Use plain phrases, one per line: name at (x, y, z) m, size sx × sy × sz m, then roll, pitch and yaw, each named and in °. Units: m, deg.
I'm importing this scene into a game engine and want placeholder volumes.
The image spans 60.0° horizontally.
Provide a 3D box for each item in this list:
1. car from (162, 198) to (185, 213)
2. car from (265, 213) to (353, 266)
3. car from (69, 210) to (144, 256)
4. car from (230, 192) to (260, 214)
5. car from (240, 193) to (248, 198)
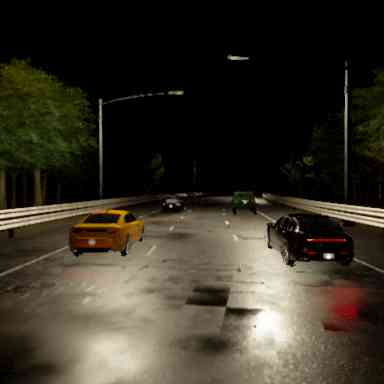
car at (-1.882, 1.315, 34.205) m, size 1.994 × 1.385 × 4.181 m, roll 0°, pitch 1°, yaw 5°
car at (3.816, 1.492, 11.518) m, size 1.837 × 1.490 × 4.892 m, roll 0°, pitch 0°, yaw 2°
car at (-3.137, 1.452, 13.159) m, size 1.882 × 1.535 × 5.008 m, roll 0°, pitch 0°, yaw 2°
car at (4.991, 0.993, 32.561) m, size 2.150 × 2.045 × 5.566 m, roll 0°, pitch 1°, yaw 5°
car at (14.532, 0.863, 92.986) m, size 1.895 × 1.301 × 4.718 m, roll 0°, pitch 0°, yaw 13°
